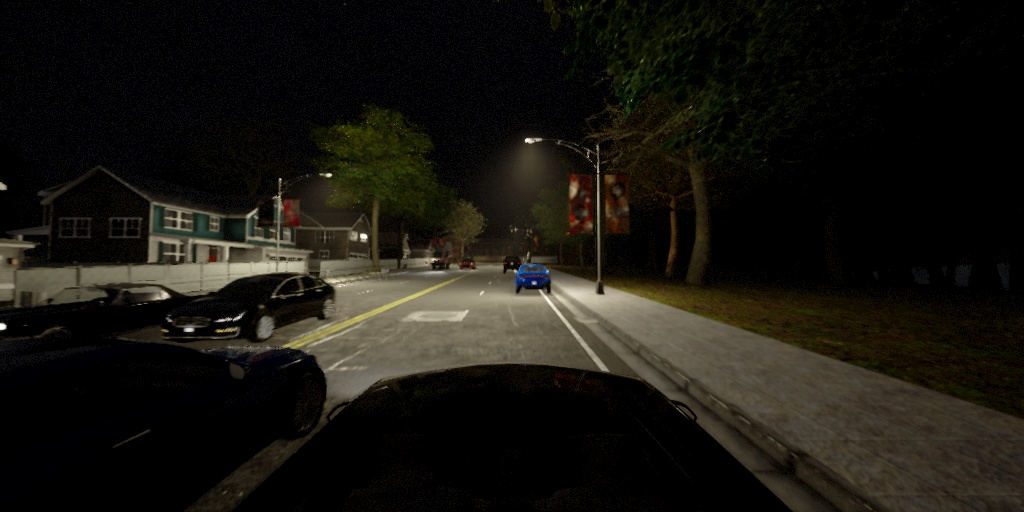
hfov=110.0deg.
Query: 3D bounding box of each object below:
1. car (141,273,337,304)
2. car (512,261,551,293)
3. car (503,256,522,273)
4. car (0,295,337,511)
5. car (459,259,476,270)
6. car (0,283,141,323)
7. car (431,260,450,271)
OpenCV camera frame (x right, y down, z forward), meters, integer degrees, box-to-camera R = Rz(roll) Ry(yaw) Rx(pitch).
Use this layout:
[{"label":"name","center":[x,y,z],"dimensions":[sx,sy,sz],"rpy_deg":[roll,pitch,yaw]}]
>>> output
[{"label":"car","center":[-6.600,1.252,9.752],"dimensions":[1.837,1.490,4.892],"rpy_deg":[0,0,0]},{"label":"car","center":[1.135,1.231,20.765],"dimensions":[1.882,1.535,5.008],"rpy_deg":[0,0,0]},{"label":"car","center":[0.042,1.015,45.031],"dimensions":[2.150,2.045,5.566],"rpy_deg":[0,0,1]},{"label":"car","center":[-3.148,1.275,2.426],"dimensions":[1.812,1.442,4.674],"rpy_deg":[0,0,0]},{"label":"car","center":[-6.563,1.162,53.140],"dimensions":[2.097,1.767,4.553],"rpy_deg":[0,0,0]},{"label":"car","center":[-9.850,1.348,8.557],"dimensions":[1.895,1.301,4.718],"rpy_deg":[0,0,0]},{"label":"car","center":[-9.830,1.292,49.670],"dimensions":[2.128,1.511,4.902],"rpy_deg":[0,0,0]}]
